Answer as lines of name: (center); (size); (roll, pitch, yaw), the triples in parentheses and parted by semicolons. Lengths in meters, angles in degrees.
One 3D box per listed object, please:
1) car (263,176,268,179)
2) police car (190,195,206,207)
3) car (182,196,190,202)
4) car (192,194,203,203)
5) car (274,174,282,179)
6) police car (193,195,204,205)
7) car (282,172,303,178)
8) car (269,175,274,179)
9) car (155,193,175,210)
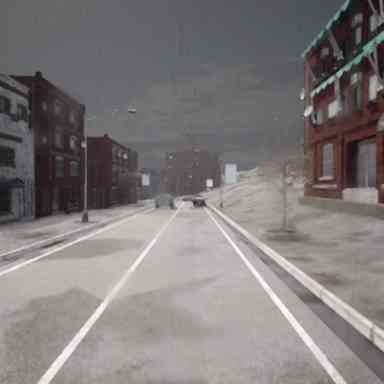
car: (21.963, -3.974, 92.567); (2.231, 1.521, 4.892); (0, 1, -1)
police car: (1.104, 1.405, 51.468); (1.930, 1.638, 5.238); (0, 0, 0)
car: (-1.241, 1.731, 85.740); (1.812, 1.442, 4.674); (0, -1, -17)
car: (1.121, 1.362, 67.338); (2.097, 1.767, 4.553); (0, 0, 0)
car: (22.536, -3.775, 81.487); (2.097, 1.535, 5.008); (0, 1, -4)
police car: (1.115, 1.409, 61.473); (1.930, 1.638, 5.238); (0, 0, 0)
car: (22.998, -3.798, 75.981); (2.185, 1.767, 4.553); (0, 1, -5)
car: (22.190, -3.837, 87.025); (2.002, 1.452, 4.674); (0, 1, -2)
car: (-3.533, 1.204, 43.986); (2.150, 2.045, 5.566); (0, 0, 0)
